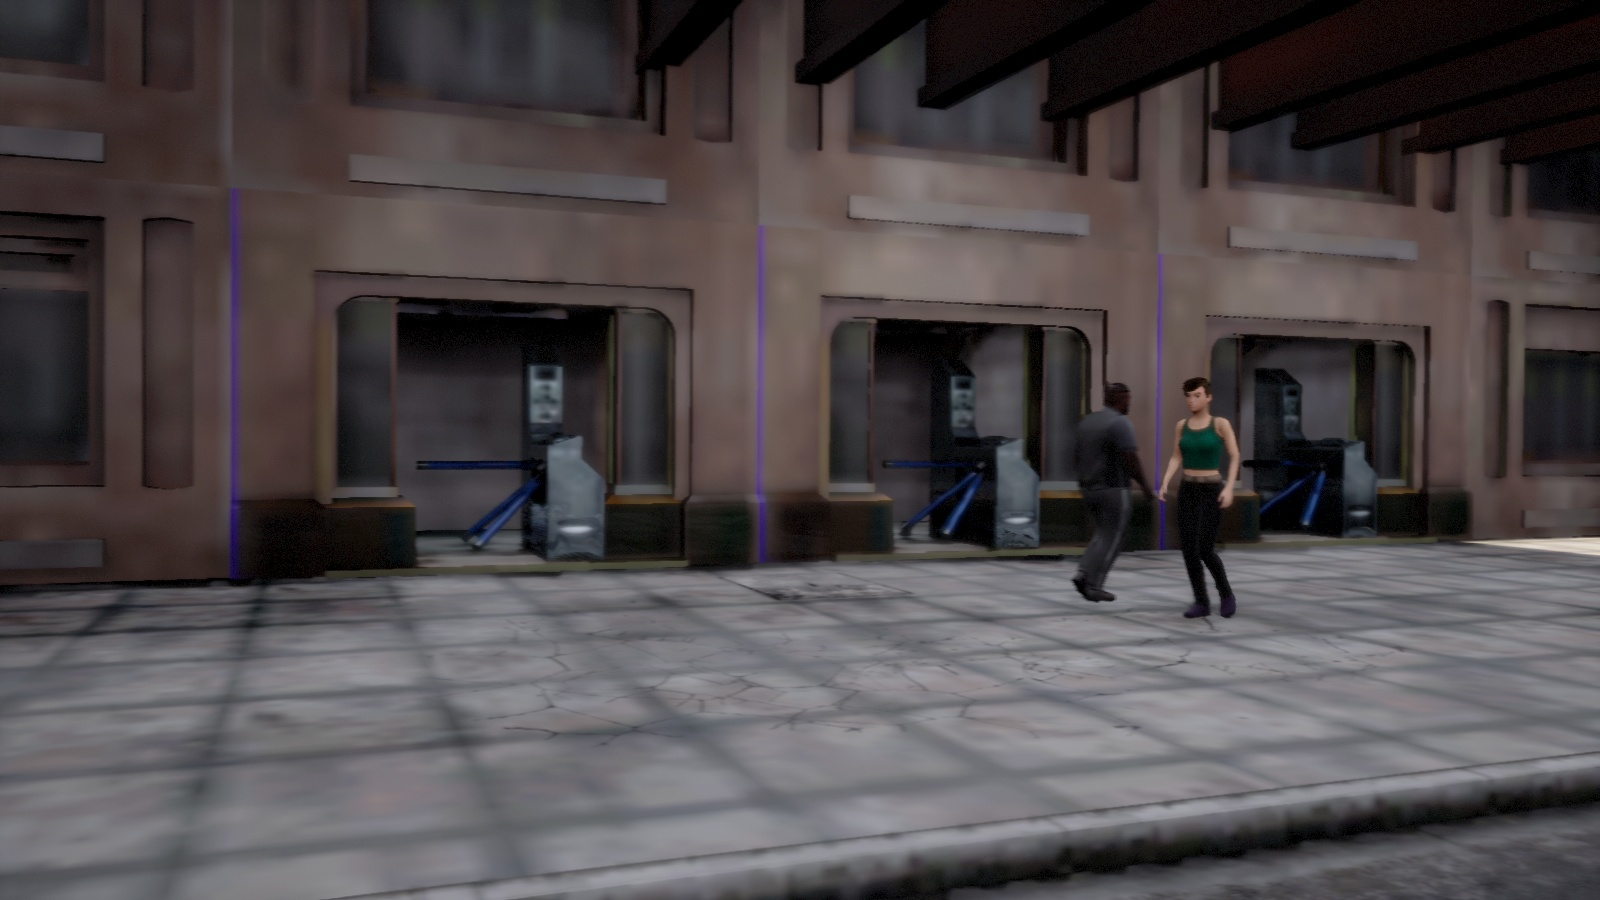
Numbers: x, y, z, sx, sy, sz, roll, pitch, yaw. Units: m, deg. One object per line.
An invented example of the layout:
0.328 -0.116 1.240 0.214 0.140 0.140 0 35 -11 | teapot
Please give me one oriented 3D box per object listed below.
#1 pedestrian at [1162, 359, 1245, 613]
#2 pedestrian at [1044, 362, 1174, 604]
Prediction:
3.027 0.257 9.404 0.345 1.836 0.594 0 1 45 | pedestrian
2.515 0.250 10.225 0.849 1.883 0.563 -1 1 -26 | pedestrian
